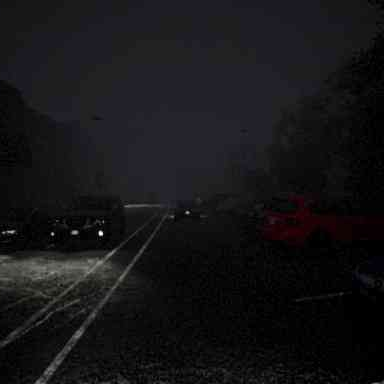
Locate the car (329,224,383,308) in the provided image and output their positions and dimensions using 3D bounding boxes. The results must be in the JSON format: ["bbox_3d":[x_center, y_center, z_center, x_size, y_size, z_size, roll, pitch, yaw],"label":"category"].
[{"bbox_3d":[5.287,1.485,6.408,4.674,1.452,2.002,1,1,-21],"label":"car"}]

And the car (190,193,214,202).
[{"bbox_3d":[2.076,1.025,68.699,4.553,1.767,2.185,0,1,-26],"label":"car"}]

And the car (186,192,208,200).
[{"bbox_3d":[1.249,0.832,77.602,4.553,1.767,2.185,0,2,-26],"label":"car"}]

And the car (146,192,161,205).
[{"bbox_3d":[-6.371,1.020,55.656,2.150,2.045,5.566,0,0,-4],"label":"car"}]

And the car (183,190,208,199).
[{"bbox_3d":[0.880,0.626,80.520,5.566,2.045,2.435,0,2,-26],"label":"car"}]

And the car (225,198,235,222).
[{"bbox_3d":[5.011,1.370,21.257,4.892,1.521,2.231,1,1,-22],"label":"car"}]

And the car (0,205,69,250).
[{"bbox_3d":[-7.215,1.416,13.943,2.128,1.511,4.902,0,0,-1],"label":"car"}]

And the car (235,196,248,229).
[{"bbox_3d":[5.052,1.256,18.282,4.553,1.767,2.185,1,0,-22],"label":"car"}]

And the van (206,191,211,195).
[{"bbox_3d":[4.377,1.082,39.123,4.442,1.987,1.878,1,0,-23],"label":"van"}]

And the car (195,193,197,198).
[{"bbox_3d":[3.711,1.279,51.011,5.366,1.575,1.946,1,0,-24],"label":"car"}]

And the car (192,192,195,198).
[{"bbox_3d":[3.105,1.266,56.861,5.008,1.535,2.097,1,0,-25],"label":"car"}]

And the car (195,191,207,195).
[{"bbox_3d":[3.361,1.148,53.905,4.553,1.767,2.185,1,0,-24],"label":"car"}]

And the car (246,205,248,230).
[{"bbox_3d":[5.154,1.437,15.317,4.674,1.452,2.002,1,1,-21],"label":"car"}]

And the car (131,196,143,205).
[{"bbox_3d":[-9.139,1.332,55.057,1.812,1.442,4.674,0,0,-4],"label":"car"}]

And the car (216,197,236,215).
[{"bbox_3d":[4.775,1.373,27.187,4.792,1.488,2.163,1,0,-22],"label":"car"}]

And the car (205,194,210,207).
[{"bbox_3d":[4.428,1.314,36.101,5.008,1.535,2.097,1,0,-23],"label":"car"}]

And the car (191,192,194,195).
[{"bbox_3d":[2.885,1.254,59.822,4.892,1.521,2.231,0,1,-25],"label":"car"}]

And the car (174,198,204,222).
[{"bbox_3d":[-0.379,1.432,25.376,1.994,1.385,4.181,0,0,-2],"label":"car"}]

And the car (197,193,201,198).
[{"bbox_3d":[3.733,1.286,47.971,5.008,1.535,2.097,1,0,-24],"label":"car"}]

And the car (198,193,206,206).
[{"bbox_3d":[3.937,1.293,45.000,5.008,1.535,2.097,1,0,-24],"label":"car"}]

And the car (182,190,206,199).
[{"bbox_3d":[0.599,0.545,83.509,5.566,2.045,2.435,0,1,-27],"label":"car"}]

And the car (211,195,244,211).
[{"bbox_3d":[4.682,1.333,30.169,5.008,1.535,2.097,1,0,-23],"label":"car"}]

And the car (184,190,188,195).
[{"bbox_3d":[1.799,0.846,71.654,5.566,2.045,2.435,0,2,-26],"label":"car"}]

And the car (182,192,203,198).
[{"bbox_3d":[0.227,0.716,86.451,4.892,1.521,2.231,0,1,-27],"label":"car"}]

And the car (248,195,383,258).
[{"bbox_3d":[5.237,1.161,12.362,5.566,2.045,2.435,1,0,-21],"label":"car"}]

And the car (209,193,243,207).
[{"bbox_3d":[4.529,1.197,33.129,4.553,1.767,2.185,1,0,-23],"label":"car"}]

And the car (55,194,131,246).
[{"bbox_3d":[-4.434,1.138,15.185,2.150,2.045,5.566,0,0,-1],"label":"car"}]

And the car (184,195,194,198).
[{"bbox_3d":[-1.122,1.422,41.574,1.895,1.301,4.718,0,0,-3],"label":"car"}]

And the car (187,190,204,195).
[{"bbox_3d":[2.657,0.978,62.803,5.566,2.045,2.435,0,0,-25],"label":"car"}]
